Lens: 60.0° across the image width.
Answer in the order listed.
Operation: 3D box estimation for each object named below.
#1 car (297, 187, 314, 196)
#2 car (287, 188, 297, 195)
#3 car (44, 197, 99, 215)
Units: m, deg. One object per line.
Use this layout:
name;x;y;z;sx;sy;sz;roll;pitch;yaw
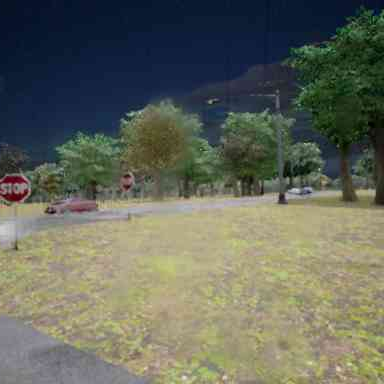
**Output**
car;20.651;-0.125;59.677;1.812;1.442;4.674;-3;0;29
car;22.496;-0.125;73.655;1.812;1.442;4.674;-3;0;34
car;-9.539;1.112;26.544;1.994;1.385;4.181;-3;0;34
